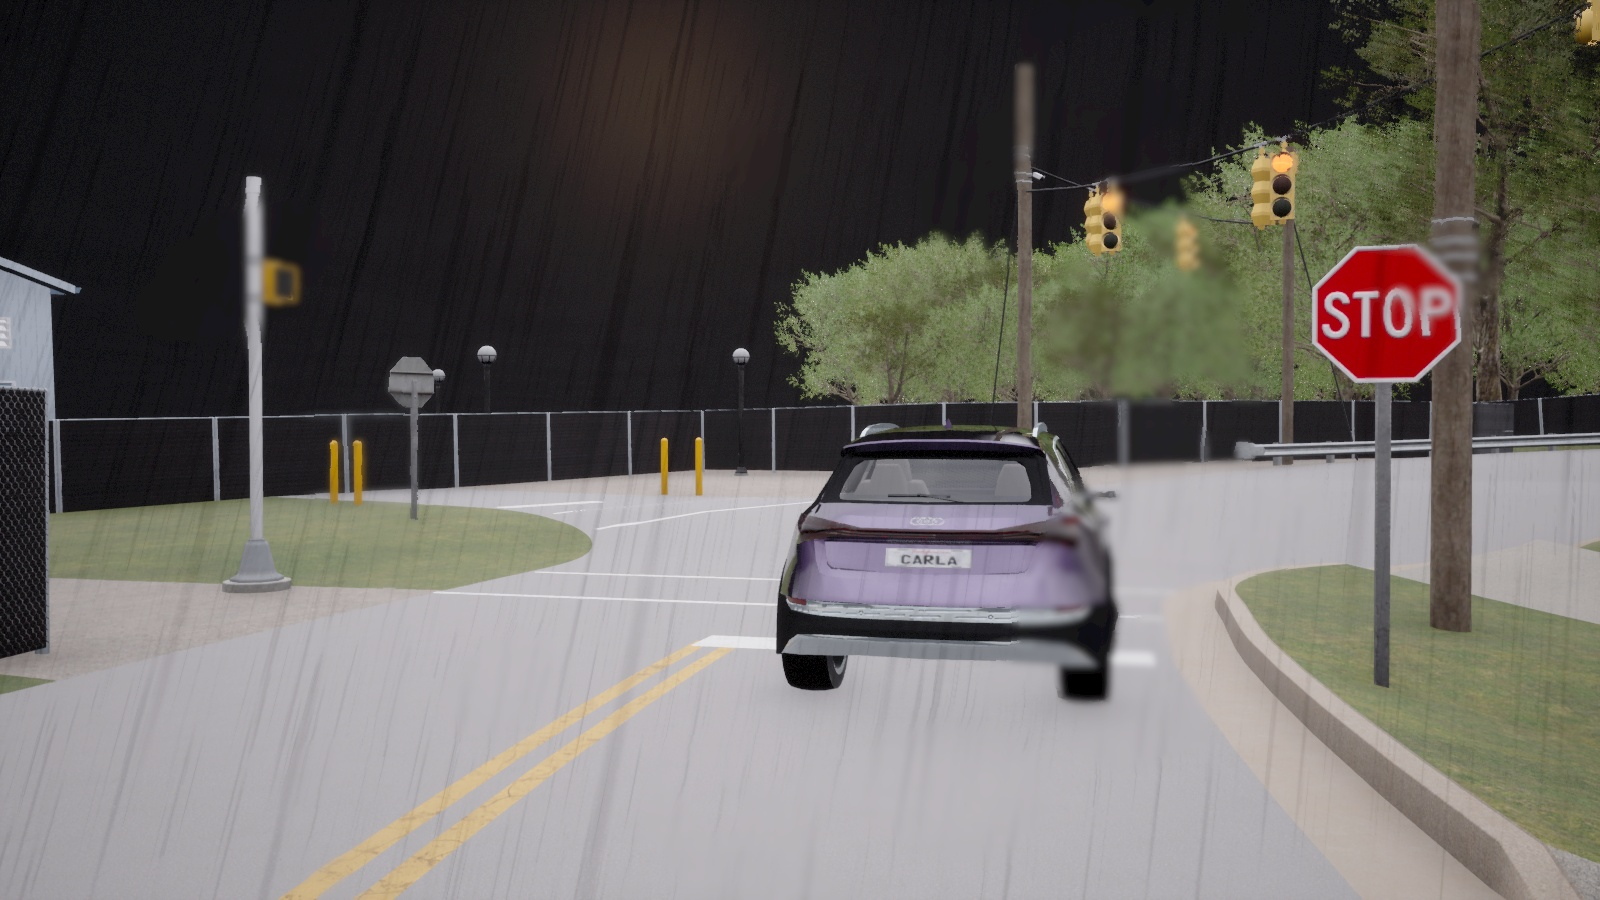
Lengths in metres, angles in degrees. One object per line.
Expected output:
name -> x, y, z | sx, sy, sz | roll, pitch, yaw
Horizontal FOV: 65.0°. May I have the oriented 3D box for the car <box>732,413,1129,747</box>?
car -> 1.199, 0.626, 8.790 | 2.033, 1.649, 4.856 | 0, 0, 14
